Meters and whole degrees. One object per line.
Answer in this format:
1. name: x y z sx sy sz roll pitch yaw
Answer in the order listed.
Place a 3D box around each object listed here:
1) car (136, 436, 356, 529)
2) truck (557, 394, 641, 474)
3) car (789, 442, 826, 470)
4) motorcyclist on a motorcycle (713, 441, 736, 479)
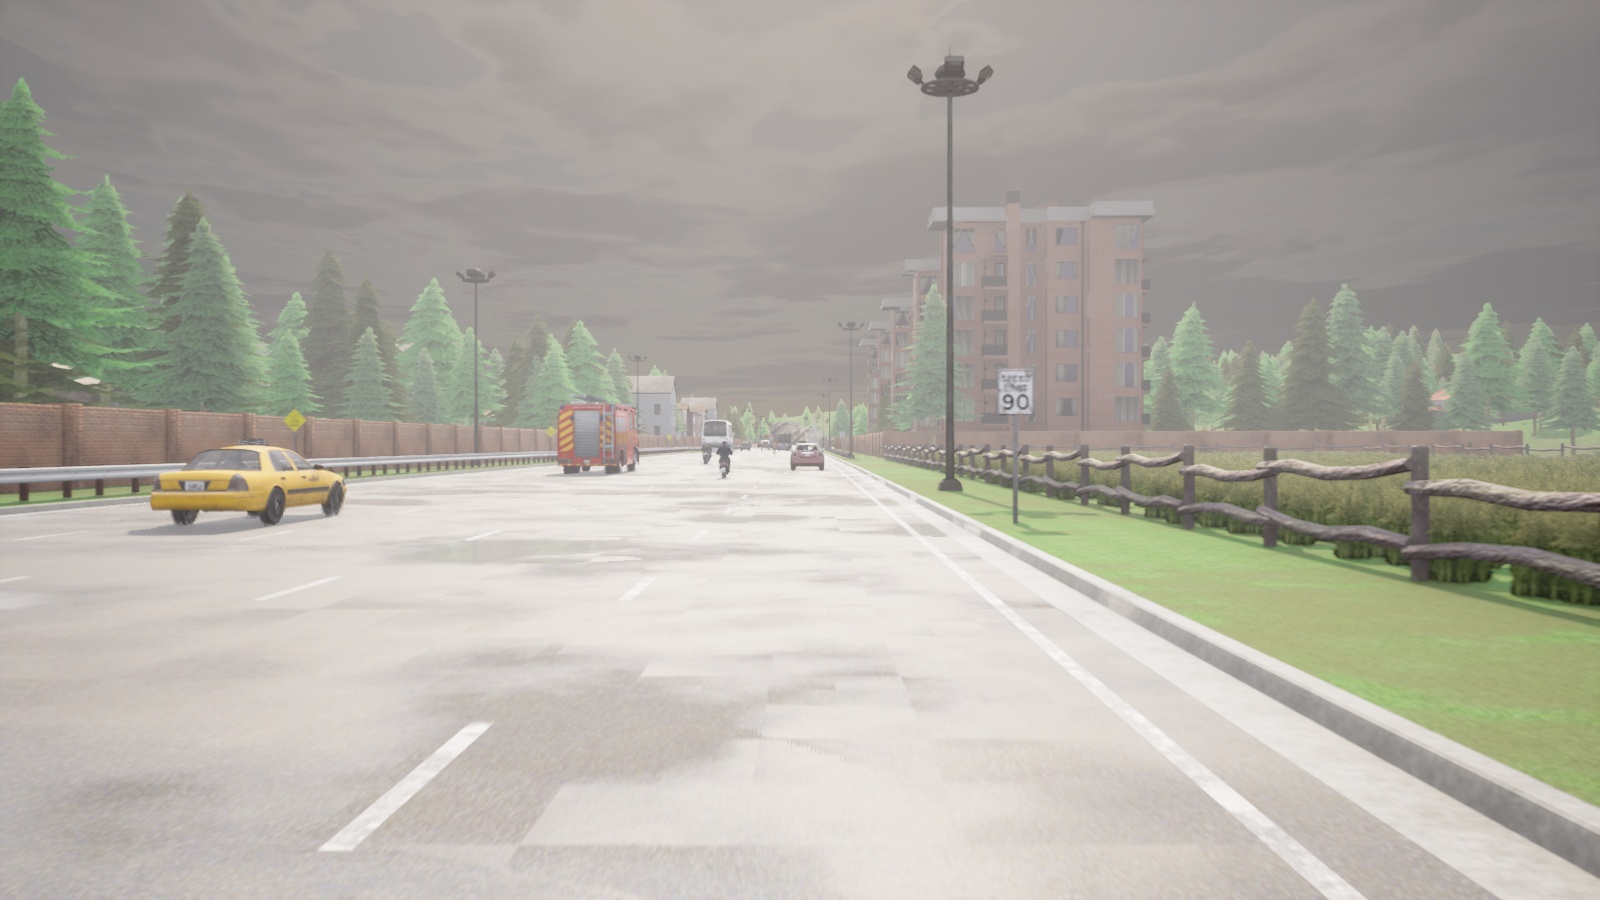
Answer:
1. car: -10.349 0.540 23.978 1.801 1.575 5.366 0 0 0
2. truck: -10.119 -0.789 64.195 2.891 3.827 8.468 0 0 0
3. car: 0.411 0.317 70.164 1.970 1.475 3.806 0 0 0
4. motorcyclist on a motorcycle: -3.183 0.397 53.225 0.866 1.590 1.817 0 0 0
